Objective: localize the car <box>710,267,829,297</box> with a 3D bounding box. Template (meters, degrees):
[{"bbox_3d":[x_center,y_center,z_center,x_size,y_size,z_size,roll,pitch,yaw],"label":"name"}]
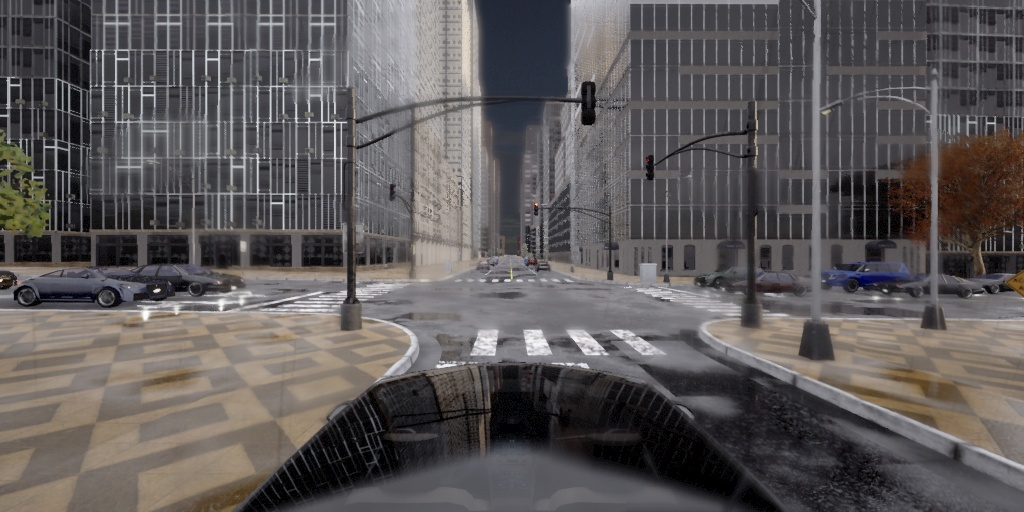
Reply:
[{"bbox_3d":[15.122,1.595,21.250,5.357,1.411,2.033,1,0,-3],"label":"car"}]

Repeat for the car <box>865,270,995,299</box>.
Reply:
[{"bbox_3d":[25.181,1.775,21.721,5.357,1.411,2.033,1,0,-3],"label":"car"}]

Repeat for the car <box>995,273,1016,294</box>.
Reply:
[{"bbox_3d":[34.560,1.942,25.409,5.357,1.411,2.033,1,0,-3],"label":"car"}]

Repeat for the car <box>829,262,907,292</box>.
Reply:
[{"bbox_3d":[24.333,1.433,24.933,5.566,2.045,2.150,1,0,-3],"label":"car"}]

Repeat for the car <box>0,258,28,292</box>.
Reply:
[{"bbox_3d":[-25.279,0.816,15.914,4.892,1.490,1.837,1,0,-3],"label":"car"}]

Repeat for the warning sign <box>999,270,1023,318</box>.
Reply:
[{"bbox_3d":[17.271,1.204,11.892,1.060,1.860,1.300,0,0,-3],"label":"warning sign"}]

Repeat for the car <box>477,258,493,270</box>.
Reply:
[{"bbox_3d":[-4.043,1.342,51.180,1.802,1.307,4.207,0,0,0],"label":"car"}]

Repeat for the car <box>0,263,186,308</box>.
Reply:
[{"bbox_3d":[-15.083,1.063,13.133,4.181,1.385,1.994,1,0,-3],"label":"car"}]

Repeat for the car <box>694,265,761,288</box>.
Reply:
[{"bbox_3d":[14.990,1.396,24.498,4.553,1.767,2.097,1,0,-3],"label":"car"}]

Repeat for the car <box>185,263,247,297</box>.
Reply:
[{"bbox_3d":[-15.357,1.040,16.408,5.357,1.411,2.033,1,0,0],"label":"car"}]

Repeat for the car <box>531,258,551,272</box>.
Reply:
[{"bbox_3d":[3.912,1.329,45.690,1.948,1.339,4.313,0,0,0],"label":"car"}]
